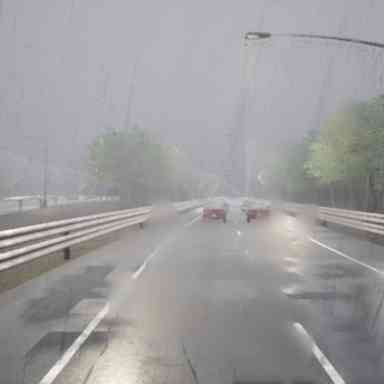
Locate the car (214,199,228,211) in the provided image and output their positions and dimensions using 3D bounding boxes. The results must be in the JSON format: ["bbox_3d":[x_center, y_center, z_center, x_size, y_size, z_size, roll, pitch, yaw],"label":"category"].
[{"bbox_3d":[4.095,1.791,46.375,1.882,1.535,5.008,0,0,7],"label":"car"}]

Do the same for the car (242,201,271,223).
[{"bbox_3d":[5.429,1.674,27.719,1.882,1.535,5.008,0,-1,7],"label":"car"}]

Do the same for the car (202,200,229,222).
[{"bbox_3d":[1.951,1.656,28.059,1.882,1.535,5.008,0,0,7],"label":"car"}]
